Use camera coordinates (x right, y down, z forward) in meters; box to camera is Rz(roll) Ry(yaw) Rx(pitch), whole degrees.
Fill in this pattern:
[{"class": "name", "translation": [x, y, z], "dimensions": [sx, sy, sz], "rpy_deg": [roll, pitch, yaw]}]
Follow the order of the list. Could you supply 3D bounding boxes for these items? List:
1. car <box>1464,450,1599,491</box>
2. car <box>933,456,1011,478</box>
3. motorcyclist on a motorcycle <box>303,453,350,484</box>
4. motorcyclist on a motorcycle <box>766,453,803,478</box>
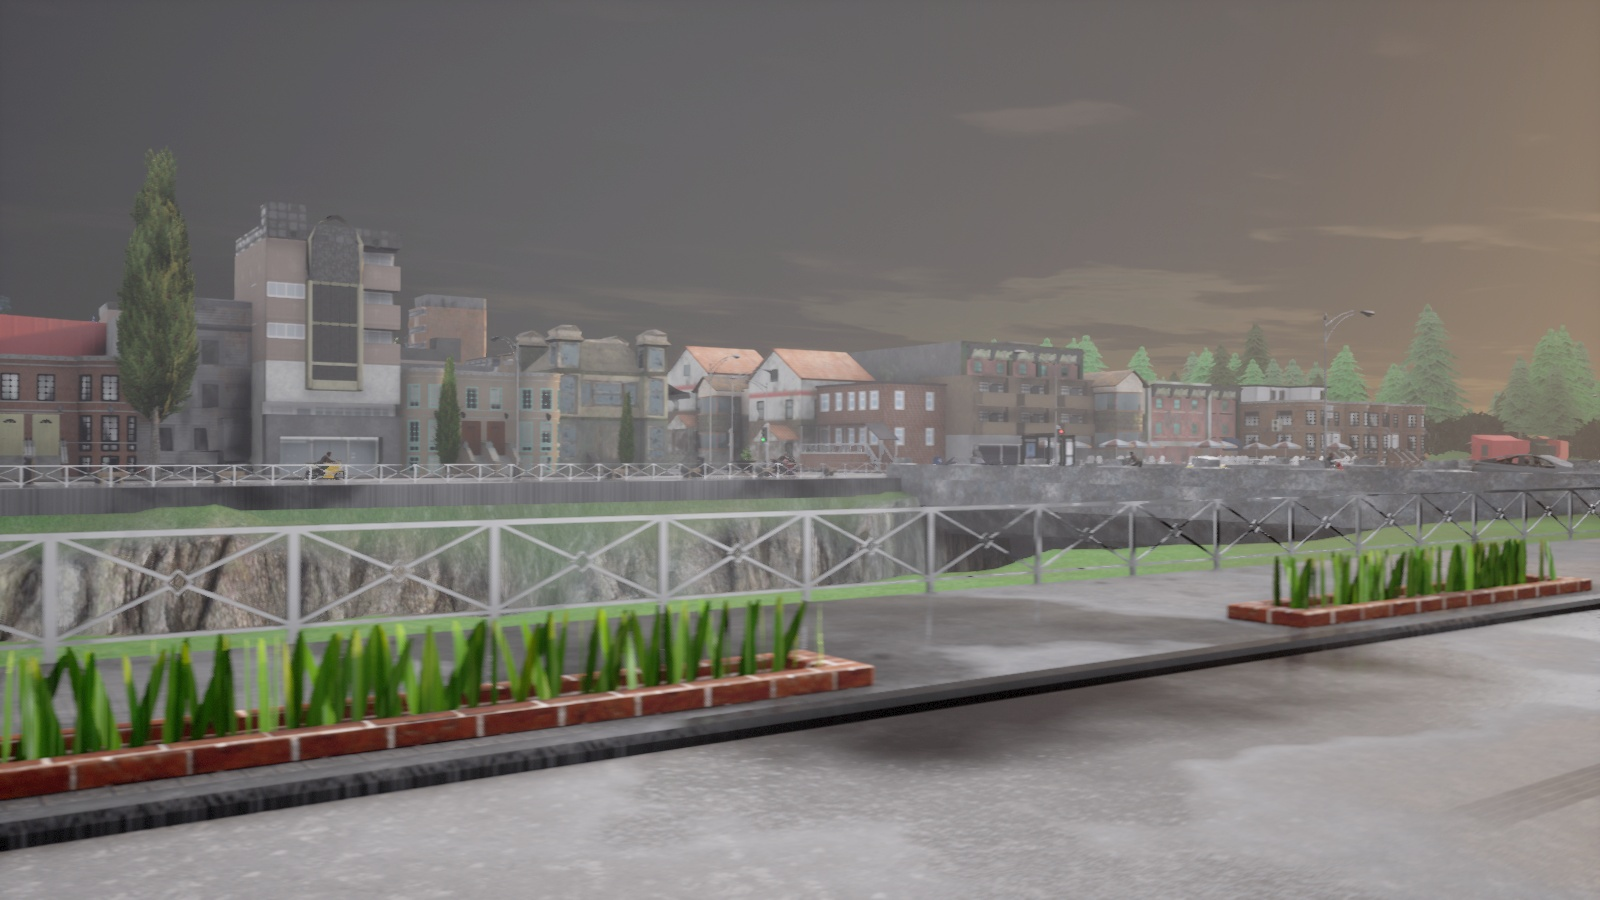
[{"class": "car", "translation": [28.776, 0.751, 49.149], "dimensions": [2.007, 1.525, 4.514], "rpy_deg": [0, 0, -34]}, {"class": "car", "translation": [10.326, 1.009, 75.691], "dimensions": [1.895, 1.301, 4.718], "rpy_deg": [0, 0, -38]}, {"class": "motorcyclist on a motorcycle", "translation": [-23.724, 0.931, 62.948], "dimensions": [2.044, 1.523, 0.797], "rpy_deg": [0, 0, -35]}, {"class": "motorcyclist on a motorcycle", "translation": [-0.969, 0.975, 78.909], "dimensions": [2.191, 1.530, 0.866], "rpy_deg": [0, 0, -37]}]
